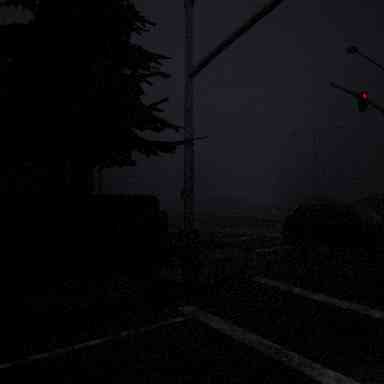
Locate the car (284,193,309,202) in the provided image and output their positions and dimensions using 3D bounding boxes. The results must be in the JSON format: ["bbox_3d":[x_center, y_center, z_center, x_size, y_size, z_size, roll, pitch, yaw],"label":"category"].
[{"bbox_3d":[20.919,1.096,66.839,1.932,1.855,4.605,0,0,-36],"label":"car"}]

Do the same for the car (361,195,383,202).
[{"bbox_3d":[37.991,1.383,69.863,1.970,1.475,3.806,0,0,-36],"label":"car"}]

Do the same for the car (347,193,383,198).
[{"bbox_3d":[18.038,1.076,33.077,1.905,1.878,3.866,0,0,-36],"label":"car"}]

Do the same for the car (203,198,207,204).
[{"bbox_3d":[3.431,1.232,53.278,1.970,1.475,3.806,0,0,-36],"label":"car"}]

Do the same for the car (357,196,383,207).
[{"bbox_3d":[26.597,1.297,48.104,2.007,1.523,4.514,0,0,-36],"label":"car"}]

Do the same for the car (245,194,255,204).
[{"bbox_3d":[8.441,1.153,57.302,2.152,1.636,5.027,0,0,-36],"label":"car"}]

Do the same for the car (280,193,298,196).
[{"bbox_3d":[18.806,1.076,64.802,1.905,1.878,3.866,0,0,-36],"label":"car"}]

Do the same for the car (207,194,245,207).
[{"bbox_3d":[4.596,1.297,45.420,2.007,1.523,4.514,0,0,-36],"label":"car"}]

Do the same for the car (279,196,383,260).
[{"bbox_3d":[5.579,1.179,11.879,2.097,1.767,4.553,0,1,-40],"label":"car"}]

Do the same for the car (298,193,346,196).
[{"bbox_3d":[16.088,1.097,41.378,1.932,1.855,4.605,0,0,-36],"label":"car"}]
